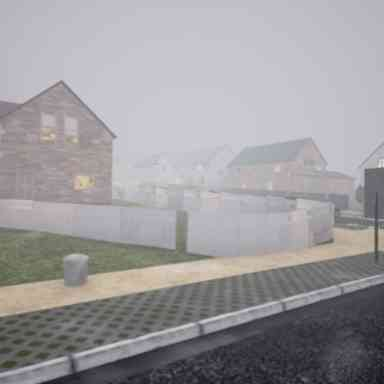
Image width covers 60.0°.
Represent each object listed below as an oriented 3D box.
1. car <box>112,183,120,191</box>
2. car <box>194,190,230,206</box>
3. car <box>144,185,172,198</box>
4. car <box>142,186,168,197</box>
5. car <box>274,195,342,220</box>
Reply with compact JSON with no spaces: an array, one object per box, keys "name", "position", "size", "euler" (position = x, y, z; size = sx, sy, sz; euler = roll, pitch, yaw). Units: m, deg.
[{"name":"car","position":[-15.200,-0.962,61.991],"size":[2.033,1.411,5.357],"euler":[1,2,-34]},{"name":"car","position":[1.948,0.582,31.673],"size":[1.837,1.490,4.892],"euler":[1,2,-35]},{"name":"car","position":[-4.832,-0.134,46.826],"size":[1.837,1.490,4.892],"euler":[1,3,-34]},{"name":"car","position":[-4.756,0.019,41.510],"size":[1.837,1.490,4.892],"euler":[1,2,-34]},{"name":"car","position":[7.823,1.048,23.079],"size":[1.882,1.535,5.008],"euler":[1,2,-34]}]
